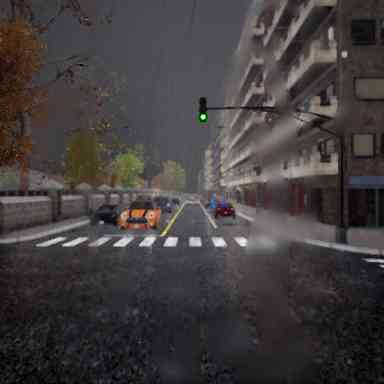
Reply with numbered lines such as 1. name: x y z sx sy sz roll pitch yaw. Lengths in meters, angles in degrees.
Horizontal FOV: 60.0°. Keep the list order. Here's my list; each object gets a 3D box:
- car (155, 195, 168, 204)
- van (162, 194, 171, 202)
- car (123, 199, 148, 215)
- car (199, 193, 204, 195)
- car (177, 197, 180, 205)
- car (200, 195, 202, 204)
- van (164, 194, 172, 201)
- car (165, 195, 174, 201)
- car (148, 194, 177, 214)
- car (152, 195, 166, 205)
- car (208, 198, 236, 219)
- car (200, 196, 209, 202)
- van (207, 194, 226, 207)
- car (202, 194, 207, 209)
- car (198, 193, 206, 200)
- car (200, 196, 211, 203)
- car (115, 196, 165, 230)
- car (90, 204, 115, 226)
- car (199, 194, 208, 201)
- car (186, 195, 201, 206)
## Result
1. car: -5.666 1.398 62.483 1.967 1.590 4.097 0 0 0
2. van: -5.663 1.303 73.744 1.690 1.788 3.998 0 0 0
3. car: -5.676 1.489 34.163 1.752 1.417 4.829 0 0 0
4. car: 2.714 1.274 62.480 2.192 1.841 5.009 0 0 0
5. car: -3.000 1.523 55.942 1.994 1.385 4.181 0 0 0
6. car: 2.709 1.509 51.220 2.008 1.369 4.403 0 0 0
7. van: -5.661 1.306 79.373 1.690 1.788 3.998 0 0 0
8. car: -5.660 1.521 85.003 2.008 1.369 4.403 0 0 0
9. car: -3.080 1.319 34.957 2.097 1.767 4.553 0 0 1
10. car: -5.669 1.398 56.854 1.967 1.590 4.097 0 0 0
11. car: 2.703 1.513 28.699 1.887 1.381 4.507 0 0 0
12. car: 2.716 1.507 73.741 1.887 1.381 4.507 0 0 0
13. van: 2.705 1.305 34.330 1.690 1.788 3.998 0 0 0
14. car: 2.708 1.400 45.590 1.967 1.590 4.097 0 0 0
15. car: 2.722 1.292 90.631 2.192 1.841 5.009 0 0 0
16. car: 2.715 1.510 68.111 2.008 1.369 4.403 0 0 0
17. car: -3.093 1.328 20.834 2.097 1.767 4.553 0 0 0
18. car: -5.680 1.538 23.072 1.947 1.339 4.313 0 0 0
19. car: 2.719 1.406 79.370 1.967 1.590 4.097 0 0 0
20. car: 0.018 1.559 52.198 1.895 1.301 4.718 0 0 0
